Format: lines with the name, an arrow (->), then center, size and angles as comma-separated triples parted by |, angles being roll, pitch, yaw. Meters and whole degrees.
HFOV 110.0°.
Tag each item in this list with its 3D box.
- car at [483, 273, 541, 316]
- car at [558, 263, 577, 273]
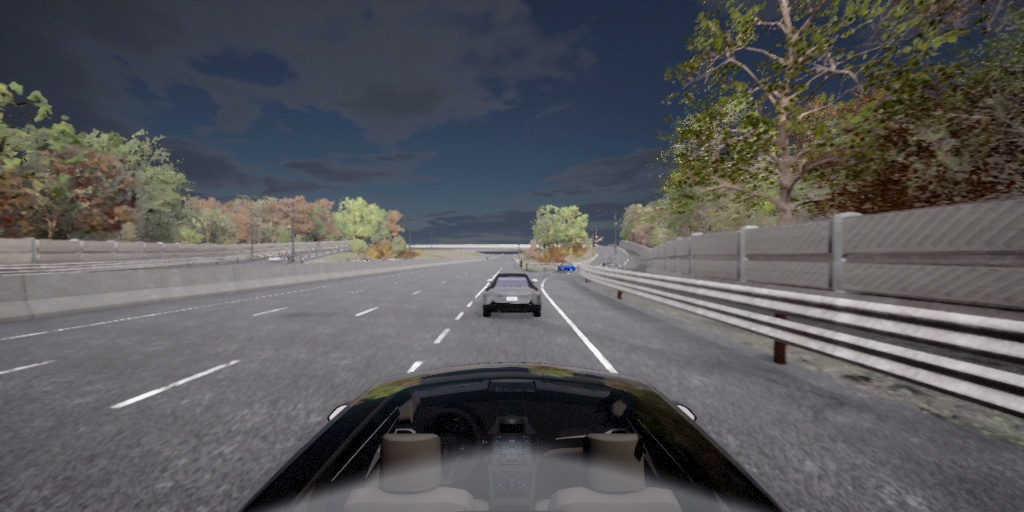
car -> 0.010, 1.326, 13.382 | 1.994, 1.385, 4.181 | 0, 0, 0
car -> 8.476, 1.792, 54.849 | 1.882, 1.535, 5.008 | 0, -1, 25
